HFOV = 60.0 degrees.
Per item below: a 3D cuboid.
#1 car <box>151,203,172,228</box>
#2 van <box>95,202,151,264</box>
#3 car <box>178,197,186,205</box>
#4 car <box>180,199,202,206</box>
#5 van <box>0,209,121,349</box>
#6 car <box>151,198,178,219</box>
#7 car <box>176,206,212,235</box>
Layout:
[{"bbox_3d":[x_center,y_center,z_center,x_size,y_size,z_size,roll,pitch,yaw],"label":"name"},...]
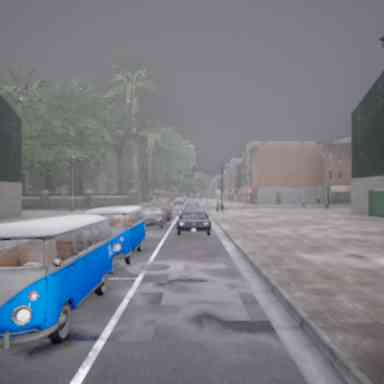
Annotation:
[{"bbox_3d":[-2.649,1.651,22.554,2.008,1.369,4.403,0,0,0],"label":"car"},{"bbox_3d":[-2.645,1.393,11.627,1.690,1.788,3.998,0,0,0],"label":"van"},{"bbox_3d":[-2.671,1.837,66.166,1.967,1.590,4.097,0,0,0],"label":"car"},{"bbox_3d":[0.079,1.721,33.377,1.994,1.385,4.181,0,0,0],"label":"car"},{"bbox_3d":[-2.642,1.369,6.162,1.690,1.788,3.998,0,0,0],"label":"van"},{"bbox_3d":[-2.652,1.443,28.019,2.192,1.841,5.009,0,0,0],"label":"car"},{"bbox_3d":[0.092,1.687,19.341,1.895,1.301,4.718,0,0,0],"label":"car"}]
